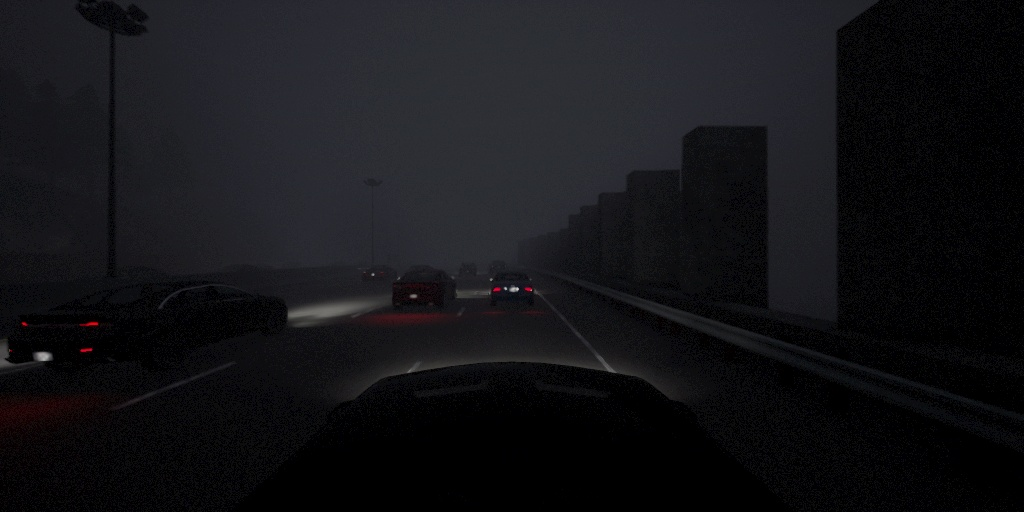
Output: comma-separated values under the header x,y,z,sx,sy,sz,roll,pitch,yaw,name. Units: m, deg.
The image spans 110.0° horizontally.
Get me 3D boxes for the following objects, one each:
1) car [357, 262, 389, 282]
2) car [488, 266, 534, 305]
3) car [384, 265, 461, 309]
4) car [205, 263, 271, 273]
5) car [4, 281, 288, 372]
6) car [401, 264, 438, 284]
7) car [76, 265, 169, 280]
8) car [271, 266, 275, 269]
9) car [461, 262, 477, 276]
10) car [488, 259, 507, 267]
x,y,z,sx,sy,sz,roll,pitch,yaw,name
-11.128,1.440,30.359,1.994,1.385,4.181,0,0,-4,car
-0.042,1.356,16.320,2.033,1.411,5.357,0,0,-2,car
-3.560,1.285,15.235,1.882,1.535,5.008,0,0,-1,car
-21.723,1.355,28.287,1.882,1.535,5.008,0,0,-3,car
-6.935,1.273,7.711,2.128,1.511,4.902,0,0,-1,car
-7.540,1.418,29.782,2.033,1.411,5.357,0,0,-3,car
-25.019,1.368,23.247,1.837,1.490,4.892,0,-1,-2,car
-30.127,1.507,42.617,1.994,1.385,4.181,0,0,-8,car
-4.880,1.399,39.628,2.128,1.511,4.902,0,0,-7,car
-1.753,1.269,43.009,2.097,1.767,4.553,0,0,-7,car
